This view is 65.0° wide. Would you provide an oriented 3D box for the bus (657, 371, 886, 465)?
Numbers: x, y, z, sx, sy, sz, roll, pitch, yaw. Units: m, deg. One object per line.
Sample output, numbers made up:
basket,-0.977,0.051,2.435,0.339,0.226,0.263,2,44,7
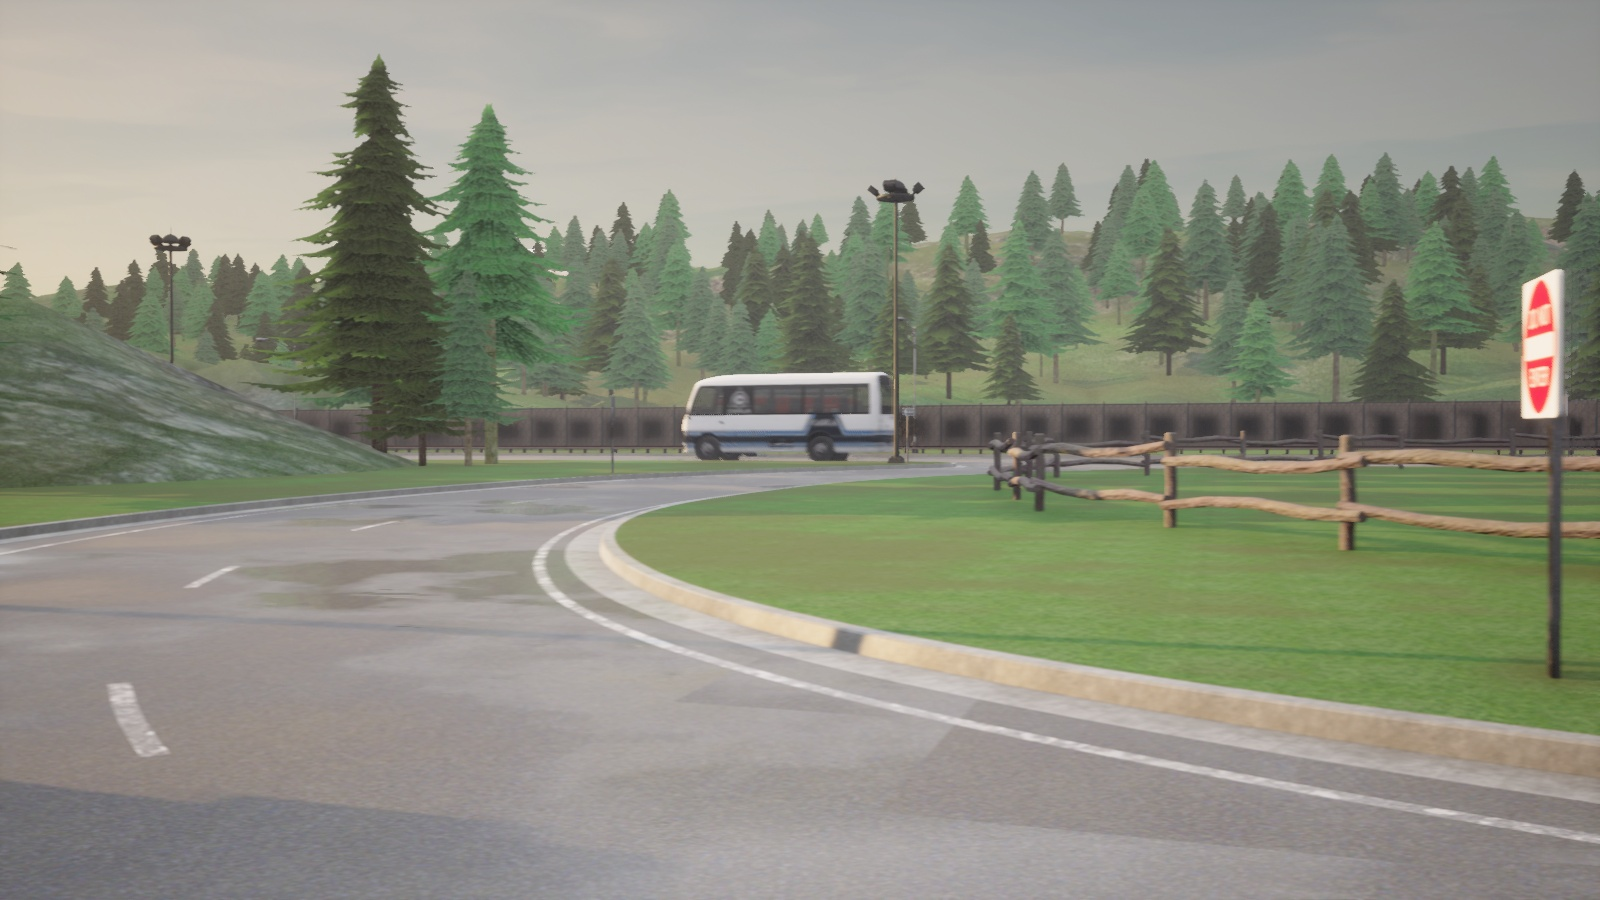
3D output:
bus,-1.350,-1.523,60.407,10.273,4.253,3.944,1,1,18
